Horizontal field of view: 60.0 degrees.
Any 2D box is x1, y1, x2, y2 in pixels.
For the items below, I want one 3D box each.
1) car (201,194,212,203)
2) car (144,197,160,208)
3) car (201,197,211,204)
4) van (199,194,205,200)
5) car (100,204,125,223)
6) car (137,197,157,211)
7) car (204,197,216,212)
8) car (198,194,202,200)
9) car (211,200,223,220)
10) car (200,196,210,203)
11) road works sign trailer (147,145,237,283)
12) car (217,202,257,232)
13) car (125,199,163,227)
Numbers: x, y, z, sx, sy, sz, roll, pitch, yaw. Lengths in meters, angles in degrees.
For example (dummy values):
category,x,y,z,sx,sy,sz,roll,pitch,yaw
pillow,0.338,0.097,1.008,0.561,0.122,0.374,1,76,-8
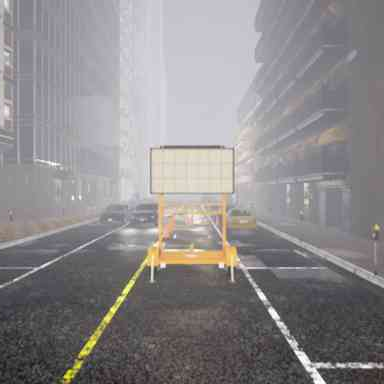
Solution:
category,x,y,z,sx,sy,sz,roll,pitch,yaw
car,2.732,1.446,47.824,1.967,1.590,4.097,0,0,0
car,-5.648,1.531,47.662,1.752,1.417,4.829,0,0,0
car,2.747,1.596,64.770,1.802,1.307,4.206,0,0,0
van,2.771,1.380,93.013,1.690,1.788,3.998,0,0,0
car,-5.668,1.564,25.238,1.947,1.339,4.313,0,0,0
car,-5.654,1.443,42.184,1.967,1.590,4.097,0,0,0
car,2.722,1.551,36.528,2.008,1.369,4.403,0,0,0
car,2.743,1.326,59.122,2.192,1.841,5.009,0,0,0
car,2.713,1.564,25.231,1.947,1.339,4.313,0,0,0
car,2.752,1.599,70.419,1.802,1.307,4.206,0,0,0
road works sign trailer,0.008,0.463,9.646,2.380,3.560,2.880,0,0,0
car,2.708,1.523,19.752,1.752,1.417,4.829,0,0,0
car,-3.082,1.502,22.977,1.837,1.490,4.892,0,0,0
